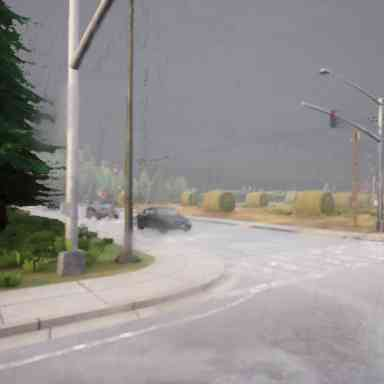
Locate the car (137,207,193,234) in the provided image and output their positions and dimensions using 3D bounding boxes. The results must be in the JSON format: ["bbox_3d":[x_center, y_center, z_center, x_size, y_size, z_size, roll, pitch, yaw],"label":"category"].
[{"bbox_3d":[-1.839,1.675,20.670,1.812,1.442,4.674,1,0,-35],"label":"car"}]

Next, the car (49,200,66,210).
[{"bbox_3d":[-17.515,1.704,43.578,2.033,1.411,5.357,1,0,-34],"label":"car"}]

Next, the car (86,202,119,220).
[{"bbox_3d":[-8.113,1.678,29.821,1.812,1.442,4.674,1,-1,-35],"label":"car"}]
